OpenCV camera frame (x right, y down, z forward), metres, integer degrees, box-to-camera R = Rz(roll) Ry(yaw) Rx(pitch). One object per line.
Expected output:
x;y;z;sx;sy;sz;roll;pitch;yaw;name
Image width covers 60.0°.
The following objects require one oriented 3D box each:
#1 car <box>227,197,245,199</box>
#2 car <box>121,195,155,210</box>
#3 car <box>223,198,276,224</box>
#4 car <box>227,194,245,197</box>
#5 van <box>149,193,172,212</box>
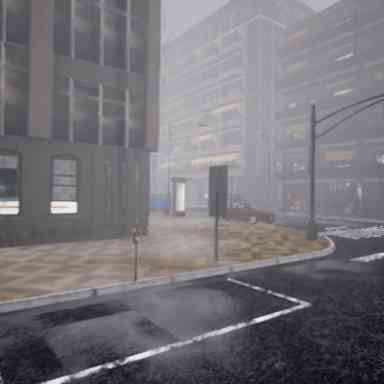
4.441;1.409;27.127;1.812;1.442;4.674;1;0;-36;car
-6.077;1.157;37.261;1.887;1.381;4.507;2;-1;-36;car
3.872;1.420;23.514;1.887;1.381;4.507;2;-1;-36;car
4.030;1.174;37.600;2.192;1.841;5.009;2;-1;-36;car
-2.753;1.041;32.680;1.690;1.788;3.998;2;-1;-36;van
